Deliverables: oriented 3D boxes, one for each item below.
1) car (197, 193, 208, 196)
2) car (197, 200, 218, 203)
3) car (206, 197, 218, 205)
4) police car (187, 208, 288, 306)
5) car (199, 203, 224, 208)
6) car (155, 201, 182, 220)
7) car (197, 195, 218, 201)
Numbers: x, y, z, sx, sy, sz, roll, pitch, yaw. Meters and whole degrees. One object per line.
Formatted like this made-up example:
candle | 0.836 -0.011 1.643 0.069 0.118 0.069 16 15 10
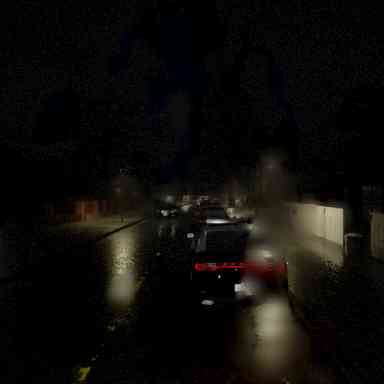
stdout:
car | 2.413 1.290 71.029 2.150 2.045 5.566 0 0 8
car | 1.423 1.537 24.059 1.812 1.442 4.674 0 0 3
car | 3.757 1.651 61.064 1.895 1.301 4.718 0 0 7
police car | 0.896 1.427 8.247 1.930 1.638 5.238 0 0 1
car | 1.166 1.533 18.090 1.812 1.442 4.674 0 0 2
car | -1.966 1.508 28.775 2.128 1.511 4.902 0 0 3
car | 2.189 1.523 45.906 2.128 1.511 4.902 0 0 6
